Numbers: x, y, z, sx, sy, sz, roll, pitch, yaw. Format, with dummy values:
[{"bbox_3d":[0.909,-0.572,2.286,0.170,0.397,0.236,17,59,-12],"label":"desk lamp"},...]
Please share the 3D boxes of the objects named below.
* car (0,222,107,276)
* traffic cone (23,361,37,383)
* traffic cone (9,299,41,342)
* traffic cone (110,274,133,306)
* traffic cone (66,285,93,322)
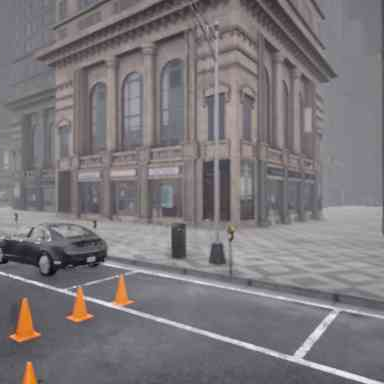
[{"bbox_3d":[-4.524,1.616,10.400,4.403,1.369,2.008,0,-1,36],"label":"car"},{"bbox_3d":[-1.607,1.977,3.283,0.340,0.580,0.340,0,-1,36],"label":"traffic cone"},{"bbox_3d":[-2.640,1.989,5.267,0.340,0.580,0.340,0,0,36],"label":"traffic cone"},{"bbox_3d":[-1.466,2.003,6.886,0.340,0.580,0.340,0,0,36],"label":"traffic cone"},{"bbox_3d":[-2.053,1.996,6.076,0.340,0.580,0.340,0,0,36],"label":"traffic cone"}]
